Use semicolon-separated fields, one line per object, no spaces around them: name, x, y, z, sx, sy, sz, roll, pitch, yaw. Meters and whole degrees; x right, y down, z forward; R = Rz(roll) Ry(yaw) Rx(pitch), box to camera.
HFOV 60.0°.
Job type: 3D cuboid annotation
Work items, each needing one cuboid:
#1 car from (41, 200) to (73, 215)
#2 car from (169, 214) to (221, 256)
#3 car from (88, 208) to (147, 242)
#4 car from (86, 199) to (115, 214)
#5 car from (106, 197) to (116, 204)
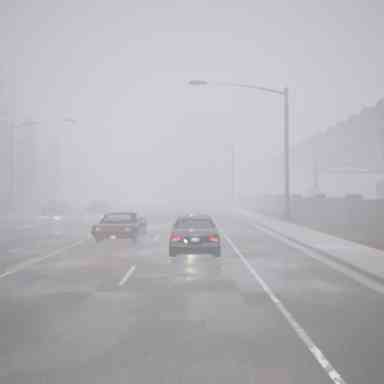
car;-14.106;1.621;34.956;1.837;1.490;4.892;0;0;0
car;0.098;1.592;13.192;2.033;1.411;5.357;0;0;0
car;-3.404;1.656;16.566;1.895;1.301;4.718;0;0;0
car;-10.612;1.631;37.912;1.837;1.490;4.892;0;0;0
car;-18.614;1.984;76.523;1.994;1.385;4.181;0;-2;-18
